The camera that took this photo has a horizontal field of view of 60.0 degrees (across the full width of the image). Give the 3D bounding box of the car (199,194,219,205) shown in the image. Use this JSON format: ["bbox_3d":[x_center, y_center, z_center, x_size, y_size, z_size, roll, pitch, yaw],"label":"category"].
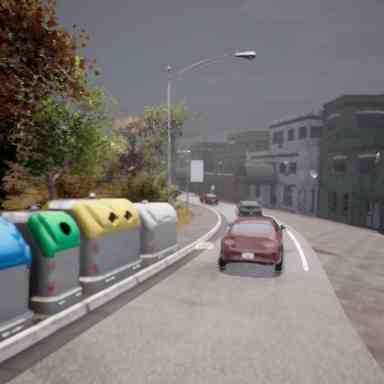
[{"bbox_3d":[2.399,0.955,48.603,1.882,1.535,5.008,-1,2,-13],"label":"car"}]

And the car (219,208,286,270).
[{"bbox_3d":[2.088,1.518,11.070,1.812,1.442,4.674,1,1,15],"label":"car"}]

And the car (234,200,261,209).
[{"bbox_3d":[4.684,1.418,27.928,1.837,1.490,4.892,1,1,4],"label":"car"}]
